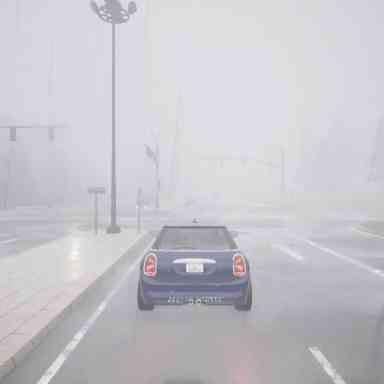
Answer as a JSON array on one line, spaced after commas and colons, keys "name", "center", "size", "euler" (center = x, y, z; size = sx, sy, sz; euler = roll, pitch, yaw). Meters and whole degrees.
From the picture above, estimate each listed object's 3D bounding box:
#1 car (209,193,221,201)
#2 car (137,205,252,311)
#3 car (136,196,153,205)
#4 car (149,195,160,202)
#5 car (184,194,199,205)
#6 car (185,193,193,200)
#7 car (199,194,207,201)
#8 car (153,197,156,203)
[{"name": "car", "center": [6.257, 1.215, 85.053], "size": [2.150, 2.045, 5.566], "euler": [0, 0, -1]}, {"name": "car", "center": [0.061, 1.352, 7.935], "size": [2.097, 1.767, 4.553], "euler": [0, 0, 0]}, {"name": "car", "center": [-8.349, 1.505, 57.088], "size": [1.837, 1.490, 4.892], "euler": [0, 0, -1]}, {"name": "car", "center": [-8.602, 1.540, 76.735], "size": [2.033, 1.411, 5.357], "euler": [0, 0, -1]}, {"name": "car", "center": [-0.225, 1.526, 54.755], "size": [1.812, 1.442, 4.674], "euler": [0, 0, -1]}, {"name": "car", "center": [-0.924, 1.189, 95.614], "size": [2.150, 2.045, 5.566], "euler": [0, 0, -1]}, {"name": "car", "center": [2.752, 1.513, 85.320], "size": [1.812, 1.442, 4.674], "euler": [0, 0, -1]}, {"name": "car", "center": [-8.448, 1.505, 66.297], "size": [1.837, 1.490, 4.892], "euler": [0, 0, -1]}]
